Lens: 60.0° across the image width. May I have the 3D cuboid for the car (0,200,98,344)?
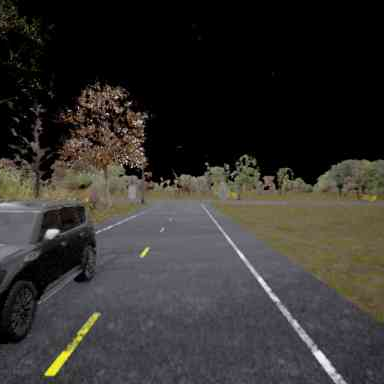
[{"bbox_3d":[-3.602,1.217,6.773,2.150,2.045,5.566,0,0,0],"label":"car"}]
